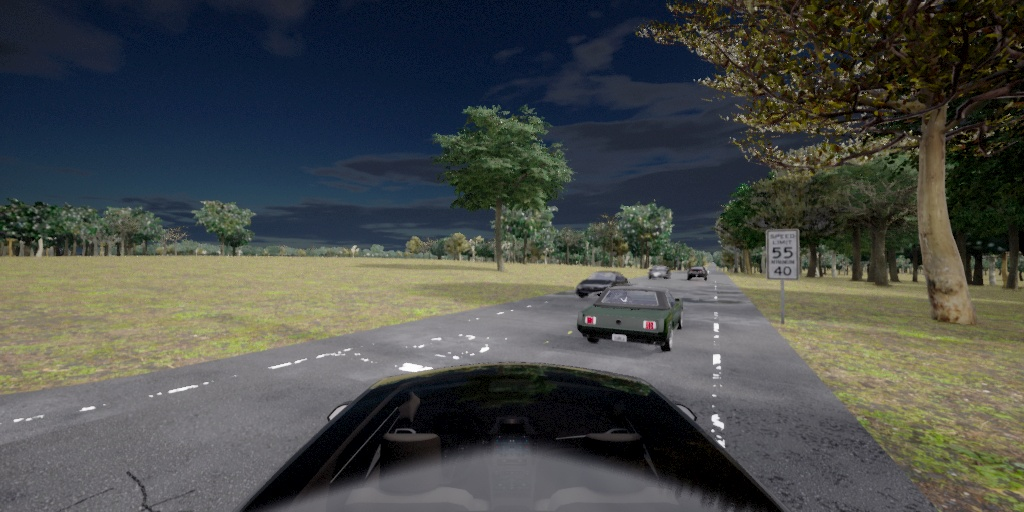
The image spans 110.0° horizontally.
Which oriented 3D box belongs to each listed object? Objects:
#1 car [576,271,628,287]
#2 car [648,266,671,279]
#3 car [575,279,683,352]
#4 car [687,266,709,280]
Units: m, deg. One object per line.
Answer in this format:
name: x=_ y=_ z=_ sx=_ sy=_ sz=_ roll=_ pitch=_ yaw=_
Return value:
car: x=5.216 y=1.554 z=20.004 sx=2.033 sy=1.411 sz=5.357 roll=0 pitch=-1 yaw=30
car: x=16.133 y=1.815 z=39.124 sx=2.128 sy=1.511 sz=4.902 roll=0 pitch=-1 yaw=30
car: x=3.334 y=1.448 z=9.383 sx=1.895 sy=1.301 sz=4.718 roll=0 pitch=-1 yaw=30
car: x=20.313 y=1.845 z=39.185 sx=1.837 sy=1.490 sz=4.892 roll=0 pitch=-1 yaw=30
